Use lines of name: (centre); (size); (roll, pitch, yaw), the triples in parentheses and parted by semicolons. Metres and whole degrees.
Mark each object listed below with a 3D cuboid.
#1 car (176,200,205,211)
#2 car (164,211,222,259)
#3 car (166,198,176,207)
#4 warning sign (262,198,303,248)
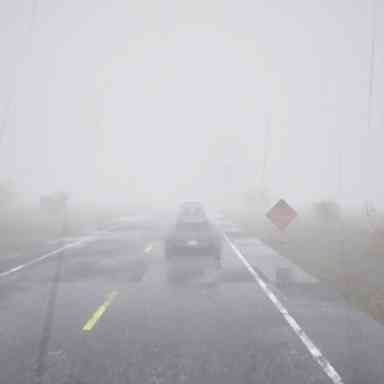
car: (0.039, 1.497, 27.460); (2.097, 1.767, 4.553); (0, 0, 0)
car: (0.046, 1.631, 12.839); (1.994, 1.385, 4.181); (0, 0, 0)
car: (-3.552, 1.834, 58.789); (1.837, 1.490, 4.892); (0, 0, 1)
warning sign: (3.546, 1.183, 13.169); (1.300, 1.860, 1.060); (0, 0, 0)
